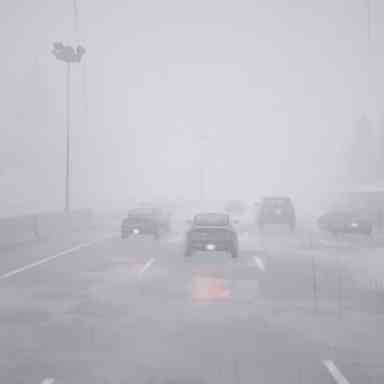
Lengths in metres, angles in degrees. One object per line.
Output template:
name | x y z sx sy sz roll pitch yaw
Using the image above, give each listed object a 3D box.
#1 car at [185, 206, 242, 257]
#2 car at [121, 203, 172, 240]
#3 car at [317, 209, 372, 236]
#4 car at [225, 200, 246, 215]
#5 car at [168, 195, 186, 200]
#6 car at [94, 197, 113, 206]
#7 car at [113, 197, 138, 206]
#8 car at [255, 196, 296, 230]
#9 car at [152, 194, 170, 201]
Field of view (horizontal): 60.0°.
car | 0.805 1.535 13.119 1.837 1.490 4.892 0 0 5
car | -2.258 1.528 17.390 1.837 1.490 4.892 0 0 6
car | 8.525 1.641 18.912 1.994 1.385 4.181 0 0 8
car | 4.723 1.598 36.064 1.837 1.490 4.892 0 0 14
car | -2.372 1.604 62.604 1.837 1.490 4.892 0 0 17
car | -15.032 1.605 56.922 1.994 1.385 4.181 0 0 17
car | -11.144 1.553 57.715 2.128 1.511 4.902 0 0 17
car | 5.367 1.289 21.752 2.150 2.045 5.566 0 0 8
car | -5.749 1.318 63.503 2.150 2.045 5.566 0 0 17
